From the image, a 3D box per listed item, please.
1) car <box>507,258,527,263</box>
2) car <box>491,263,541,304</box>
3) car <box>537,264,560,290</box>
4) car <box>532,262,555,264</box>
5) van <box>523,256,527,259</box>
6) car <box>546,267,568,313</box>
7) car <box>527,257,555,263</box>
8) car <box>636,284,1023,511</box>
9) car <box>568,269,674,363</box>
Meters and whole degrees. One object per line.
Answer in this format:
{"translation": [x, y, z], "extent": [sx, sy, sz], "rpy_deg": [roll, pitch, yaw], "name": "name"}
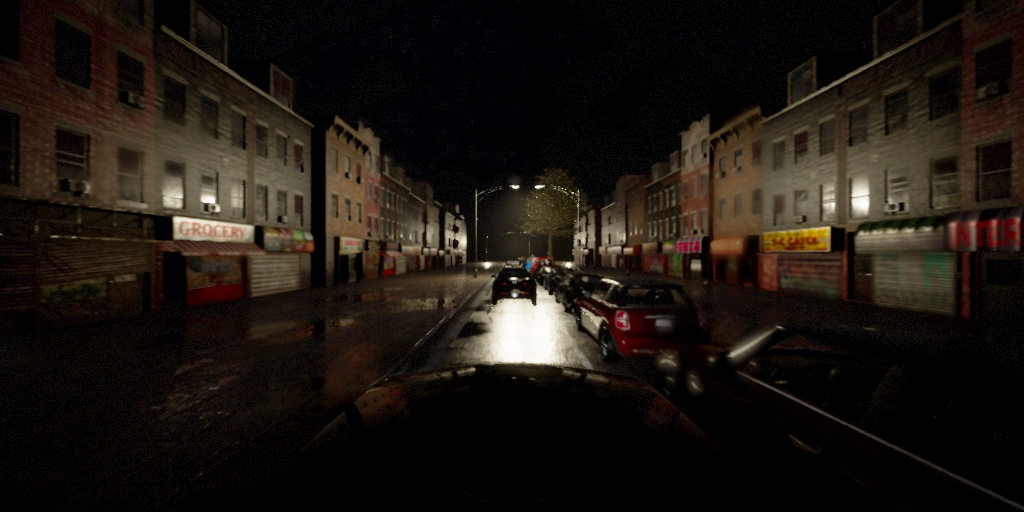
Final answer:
{"translation": [0.117, 1.221, 36.499], "extent": [2.128, 1.511, 4.902], "rpy_deg": [0, 0, 0], "name": "car"}
{"translation": [0.107, 1.252, 16.183], "extent": [1.837, 1.490, 4.892], "rpy_deg": [0, 0, 0], "name": "car"}
{"translation": [2.648, 1.295, 19.269], "extent": [2.007, 1.370, 4.403], "rpy_deg": [0, 0, 0], "name": "car"}
{"translation": [2.651, 1.306, 24.815], "extent": [1.948, 1.339, 4.313], "rpy_deg": [0, 0, 0], "name": "car"}
{"translation": [2.663, 1.062, 46.997], "extent": [1.690, 1.789, 3.998], "rpy_deg": [0, 0, 0], "name": "van"}
{"translation": [2.645, 1.300, 13.723], "extent": [2.007, 1.370, 4.403], "rpy_deg": [0, 0, 0], "name": "car"}
{"translation": [2.654, 1.050, 30.360], "extent": [2.192, 1.841, 5.009], "rpy_deg": [0, 0, 0], "name": "car"}
{"translation": [2.638, 1.191, 2.628], "extent": [1.967, 1.591, 4.097], "rpy_deg": [0, 0, 0], "name": "car"}
{"translation": [2.642, 1.190, 8.176], "extent": [1.967, 1.591, 4.097], "rpy_deg": [0, 0, 0], "name": "car"}
